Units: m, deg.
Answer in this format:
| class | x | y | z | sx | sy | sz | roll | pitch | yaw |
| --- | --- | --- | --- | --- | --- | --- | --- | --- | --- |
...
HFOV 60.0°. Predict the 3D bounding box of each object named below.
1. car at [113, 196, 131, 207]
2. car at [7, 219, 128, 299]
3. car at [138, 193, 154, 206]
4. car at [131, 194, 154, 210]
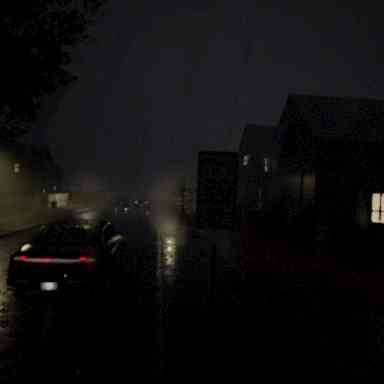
| class | x | y | z | sx | sy | sz | roll | pitch | yaw |
| --- | --- | --- | --- | --- | --- | --- | --- | --- | --- |
| car | -8.919 | 1.177 | 42.995 | 1.994 | 1.385 | 4.181 | 2 | 0 | -6 |
| car | -2.730 | 1.413 | 8.230 | 2.128 | 1.511 | 4.902 | 2 | 0 | -6 |
| car | -6.718 | 1.052 | 48.835 | 2.097 | 1.767 | 4.553 | 2 | 0 | -5 |
| car | -5.711 | 1.270 | 39.090 | 1.812 | 1.442 | 4.674 | 2 | 0 | -4 |
